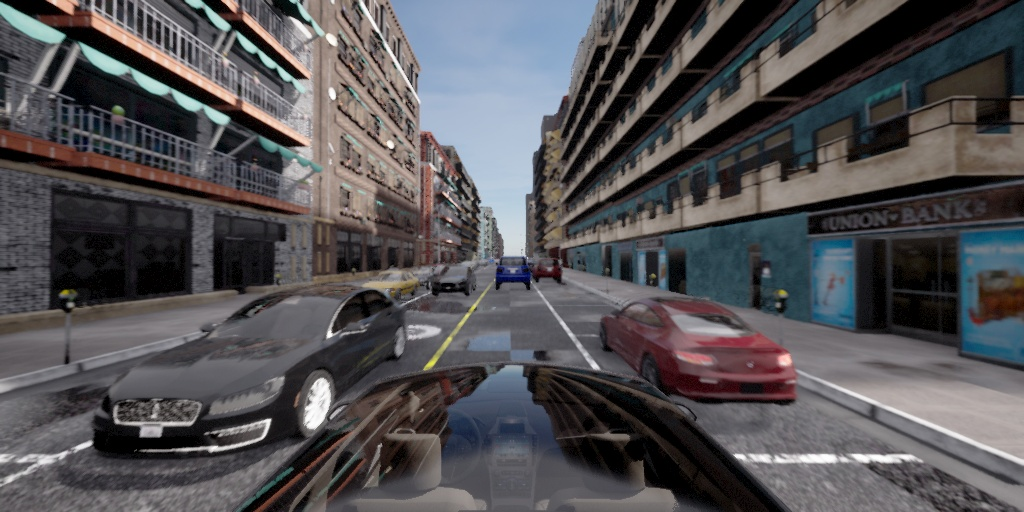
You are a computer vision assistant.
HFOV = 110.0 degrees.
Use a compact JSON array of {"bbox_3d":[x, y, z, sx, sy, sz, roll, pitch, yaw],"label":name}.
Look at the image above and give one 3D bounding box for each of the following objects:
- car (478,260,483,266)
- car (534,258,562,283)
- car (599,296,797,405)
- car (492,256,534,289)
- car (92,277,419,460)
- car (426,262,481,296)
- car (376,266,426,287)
[{"bbox_3d":[-5.683,1.335,50.301,2.007,1.370,4.403,0,0,0],"label":"car"},{"bbox_3d":[2.696,1.082,28.194,2.192,1.841,5.009,0,0,0],"label":"car"},{"bbox_3d":[2.693,1.335,6.099,1.802,1.307,4.207,0,0,0],"label":"car"},{"bbox_3d":[0.074,0.988,23.506,2.150,2.045,5.566,0,0,0],"label":"car"},{"bbox_3d":[-3.057,1.258,5.485,1.837,1.490,4.892,0,0,0],"label":"car"},{"bbox_3d":[-3.001,1.267,19.420,1.837,1.490,4.892,0,0,0],"label":"car"},{"bbox_3d":[-5.687,1.285,16.991,1.751,1.417,4.829,0,0,0],"label":"car"}]
